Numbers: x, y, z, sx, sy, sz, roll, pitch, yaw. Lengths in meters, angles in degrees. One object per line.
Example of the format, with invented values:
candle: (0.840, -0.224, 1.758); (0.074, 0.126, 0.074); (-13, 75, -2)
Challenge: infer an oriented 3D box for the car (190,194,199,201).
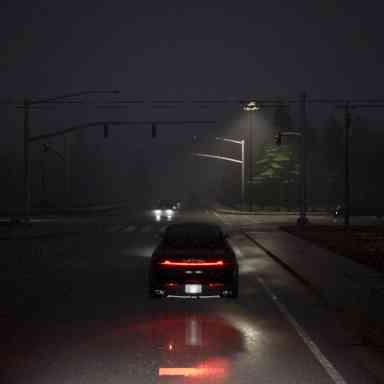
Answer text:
car: (0.580, 1.355, 80.886); (2.097, 1.767, 4.553); (0, 0, 2)

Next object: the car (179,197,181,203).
car: (-3.367, 1.506, 67.999); (1.837, 1.490, 4.892); (0, 0, 2)

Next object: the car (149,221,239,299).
car: (0.049, 1.501, 8.461); (1.837, 1.490, 4.892); (0, 0, 1)

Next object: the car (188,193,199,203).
car: (0.306, 1.224, 70.494); (2.150, 2.045, 5.566); (0, 0, 2)

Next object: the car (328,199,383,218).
car: (14.590, 1.379, 29.596); (4.553, 1.767, 2.097); (0, 0, 1)

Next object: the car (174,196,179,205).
car: (-3.564, 1.478, 55.147); (1.882, 1.535, 5.008); (0, 0, 0)

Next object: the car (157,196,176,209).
car: (-3.592, 1.601, 44.865); (1.895, 1.301, 4.718); (0, 0, 0)
